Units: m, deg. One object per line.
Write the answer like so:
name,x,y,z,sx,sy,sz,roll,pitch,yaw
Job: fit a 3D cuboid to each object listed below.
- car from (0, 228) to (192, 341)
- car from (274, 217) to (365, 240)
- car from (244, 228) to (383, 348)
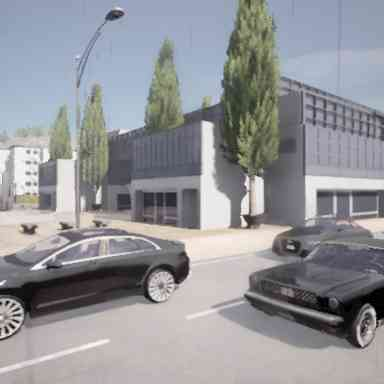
car,-2.271,1.541,6.697,4.902,1.511,2.128,0,0,-37
car,4.828,1.623,12.081,4.181,1.385,1.994,0,0,-36
car,3.226,1.632,6.480,4.718,1.301,1.895,0,0,-37
